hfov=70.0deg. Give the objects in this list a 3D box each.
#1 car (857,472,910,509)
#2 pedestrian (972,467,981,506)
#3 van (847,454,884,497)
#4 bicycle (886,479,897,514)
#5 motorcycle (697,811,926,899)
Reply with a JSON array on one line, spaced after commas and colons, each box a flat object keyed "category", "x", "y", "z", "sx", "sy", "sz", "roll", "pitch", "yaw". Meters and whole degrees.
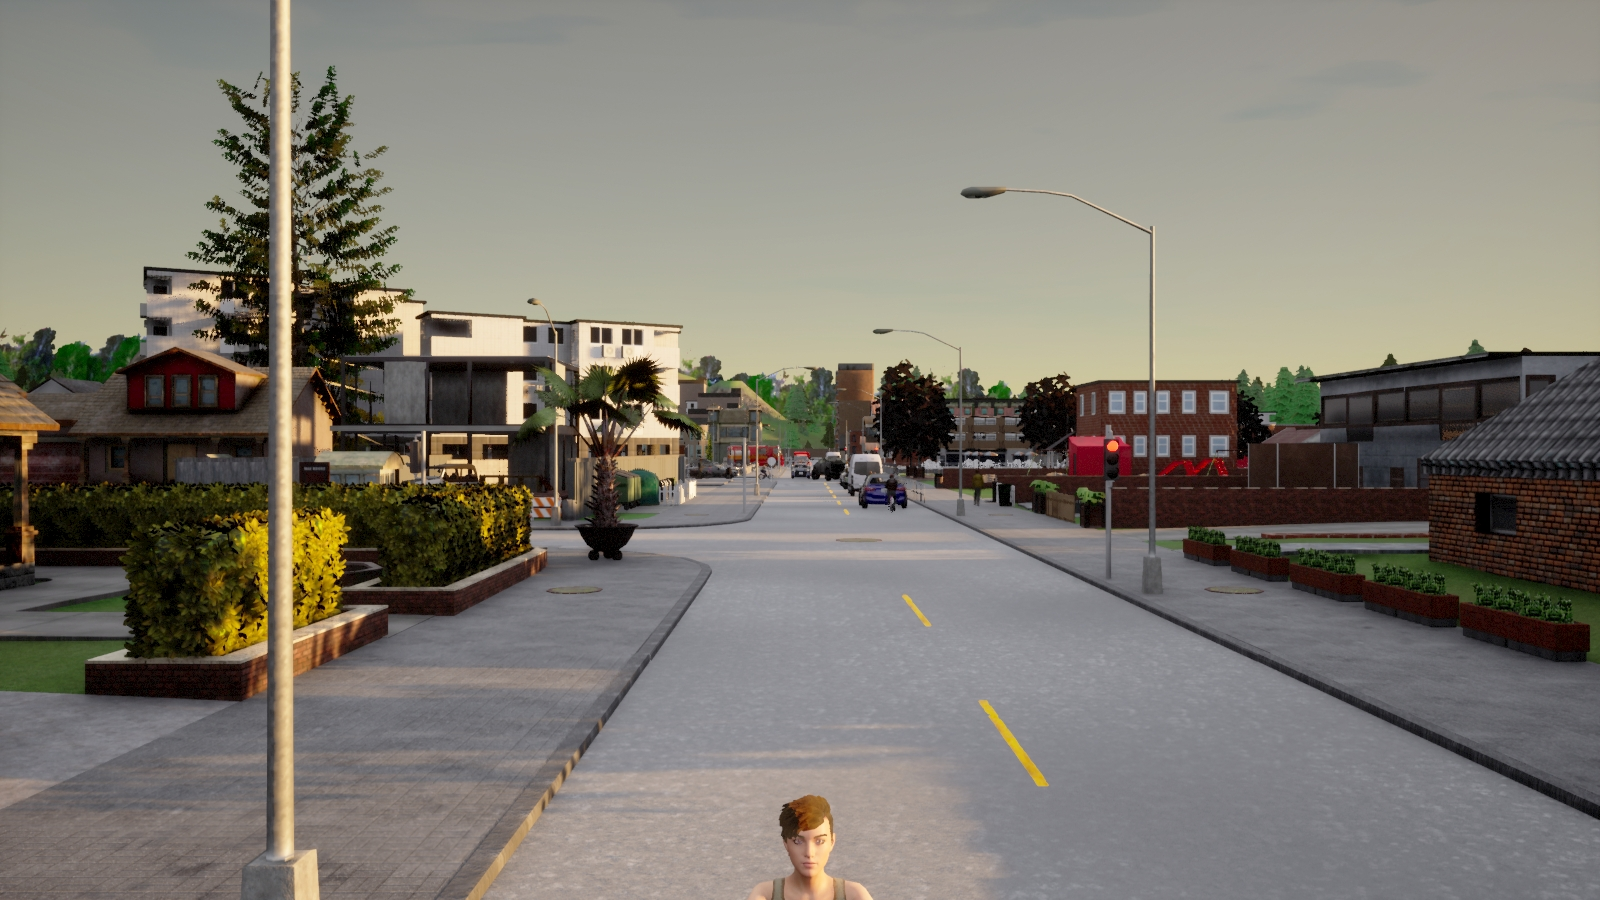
[{"category": "car", "x": 4.046, "y": 1.967, "z": 56.171, "sx": 2.242, "sy": 1.667, "sz": 4.611, "roll": 0, "pitch": 0, "yaw": 0}, {"category": "pedestrian", "x": 8.398, "y": 1.744, "z": 54.280, "sx": 0.375, "sy": 1.860, "sz": 0.375, "roll": 0, "pitch": 0, "yaw": 0}, {"category": "van", "x": 4.045, "y": 1.534, "z": 71.355, "sx": 1.988, "sy": 2.561, "sz": 5.915, "roll": 0, "pitch": 0, "yaw": 0}, {"category": "bicycle", "x": 4.077, "y": 2.058, "z": 50.945, "sx": 0.329, "sy": 1.471, "sz": 1.835, "roll": 0, "pitch": 2, "yaw": 0}, {"category": "motorcycle", "x": 0.039, "y": 2.155, "z": 3.558, "sx": 0.764, "sy": 1.307, "sz": 2.356, "roll": 0, "pitch": 0, "yaw": 0}]
